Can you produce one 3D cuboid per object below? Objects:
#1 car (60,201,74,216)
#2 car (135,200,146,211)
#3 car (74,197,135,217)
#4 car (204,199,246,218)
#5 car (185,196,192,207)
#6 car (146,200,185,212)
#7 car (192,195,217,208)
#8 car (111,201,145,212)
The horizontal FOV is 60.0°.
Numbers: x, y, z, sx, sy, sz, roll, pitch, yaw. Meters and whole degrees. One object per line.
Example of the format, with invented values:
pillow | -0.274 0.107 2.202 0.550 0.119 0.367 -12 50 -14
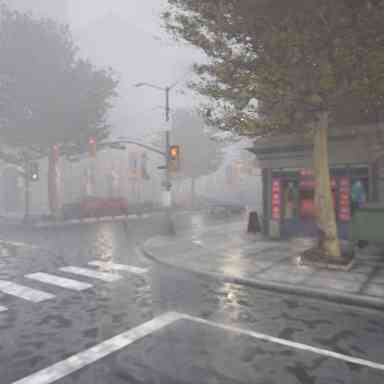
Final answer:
car | -12.008 1.592 37.367 2.150 2.045 5.566 -1 0 36
car | -5.906 1.862 45.806 2.128 1.511 4.902 -1 0 36
car | -9.170 1.551 35.320 2.150 2.045 5.566 -1 0 36
car | 3.684 1.682 33.137 2.128 1.511 4.902 -1 0 36
car | 0.340 1.591 54.444 2.150 2.045 5.566 -1 0 36
car | -3.419 1.854 43.273 1.812 1.442 4.674 -1 0 36
car | 2.525 1.680 51.487 2.097 1.767 4.553 -1 0 36
car | -8.926 2.002 47.008 1.895 1.301 4.718 -1 0 36
